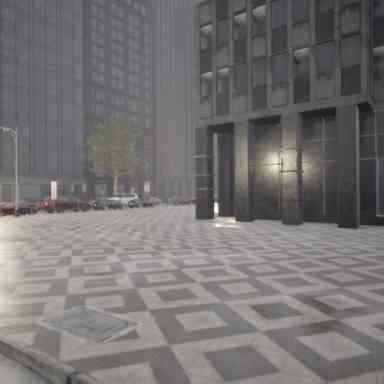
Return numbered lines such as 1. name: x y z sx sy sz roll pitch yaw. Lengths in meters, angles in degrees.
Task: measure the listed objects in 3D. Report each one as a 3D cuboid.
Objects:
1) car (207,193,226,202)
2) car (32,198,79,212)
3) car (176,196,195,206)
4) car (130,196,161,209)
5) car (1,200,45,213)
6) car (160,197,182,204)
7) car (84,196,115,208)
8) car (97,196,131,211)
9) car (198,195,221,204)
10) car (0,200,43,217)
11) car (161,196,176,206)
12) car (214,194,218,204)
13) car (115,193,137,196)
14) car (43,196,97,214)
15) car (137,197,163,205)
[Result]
1. car: 5.705 1.277 76.524 2.192 1.841 5.009 -1 0 35
2. car: -16.272 1.497 39.881 1.882 1.535 5.008 -1 0 35
3. car: -0.111 1.448 53.114 1.887 1.381 4.507 -1 0 35
4. car: -6.523 1.494 43.837 1.947 1.339 4.313 -1 0 35
5. car: -19.945 1.624 39.410 1.947 1.339 4.313 -1 0 35
6. car: -3.913 1.555 62.606 1.947 1.339 4.313 -1 0 35
7. car: -13.534 1.466 48.688 1.967 1.590 4.097 -1 0 35
8. car: -9.728 1.510 39.199 1.947 1.339 4.313 -1 0 35
9. car: 3.308 1.407 62.753 2.128 1.511 4.902 -1 0 35
10. car: -16.140 1.562 29.921 1.802 1.307 4.206 -1 0 35
11. car: -2.376 1.425 54.439 2.128 1.511 4.902 -1 0 35
12. car: 3.094 1.207 57.754 2.192 1.841 5.009 -1 0 35
13. car: -10.203 1.212 48.652 2.150 2.045 5.566 -1 0 34
14. car: -12.936 1.276 34.561 2.192 1.841 5.009 -1 0 35
15. car: -7.216 1.526 57.826 1.752 1.417 4.829 -1 0 35
